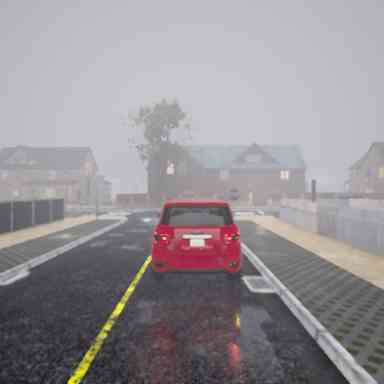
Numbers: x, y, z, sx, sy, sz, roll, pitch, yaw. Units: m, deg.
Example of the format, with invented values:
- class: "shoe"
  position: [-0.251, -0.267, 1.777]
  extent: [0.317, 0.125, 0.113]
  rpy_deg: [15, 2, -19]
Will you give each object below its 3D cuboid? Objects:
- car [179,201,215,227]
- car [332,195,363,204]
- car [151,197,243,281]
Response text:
- class: "car"
  position: [0.477, 1.382, 22.905]
  extent: [2.033, 1.411, 5.357]
  rpy_deg: [0, 0, 5]
- class: "car"
  position: [14.285, 1.080, 31.866]
  extent: [4.553, 1.767, 2.097]
  rpy_deg: [0, 2, 2]
- class: "car"
  position: [0.099, 1.149, 9.775]
  extent: [2.150, 2.045, 5.566]
  rpy_deg: [0, 1, 0]
